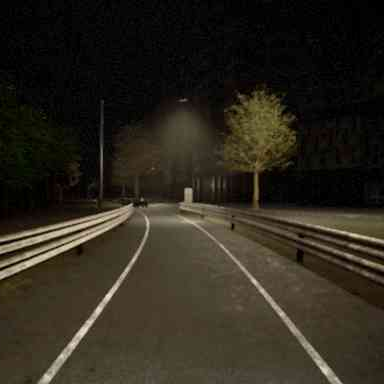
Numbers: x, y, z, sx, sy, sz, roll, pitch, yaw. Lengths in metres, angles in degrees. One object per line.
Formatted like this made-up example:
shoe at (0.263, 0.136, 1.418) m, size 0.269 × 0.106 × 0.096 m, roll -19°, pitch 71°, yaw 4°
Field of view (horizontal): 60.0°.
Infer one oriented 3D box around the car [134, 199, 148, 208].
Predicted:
car at (-8.562, 1.862, 55.555) m, size 2.128 × 1.511 × 4.902 m, roll 0°, pitch 0°, yaw -20°
